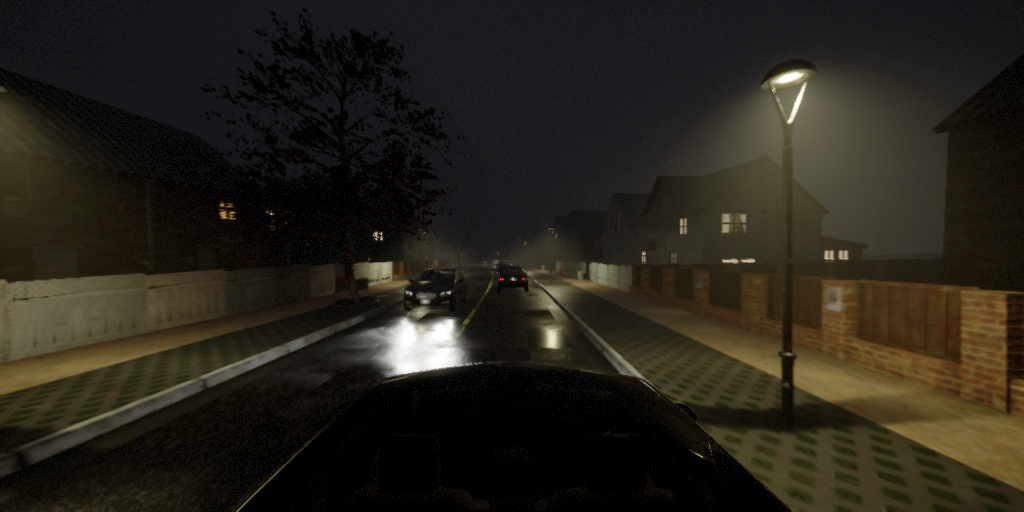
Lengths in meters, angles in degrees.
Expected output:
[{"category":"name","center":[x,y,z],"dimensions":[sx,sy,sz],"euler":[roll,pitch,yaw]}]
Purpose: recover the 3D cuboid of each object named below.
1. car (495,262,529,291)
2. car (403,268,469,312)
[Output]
[{"category":"car","center":[0.011,1.299,21.848],"dimensions":[2.033,1.411,5.357],"euler":[0,0,-1]},{"category":"car","center":[-2.853,1.237,14.245],"dimensions":[2.128,1.511,4.902],"euler":[0,0,0]}]
